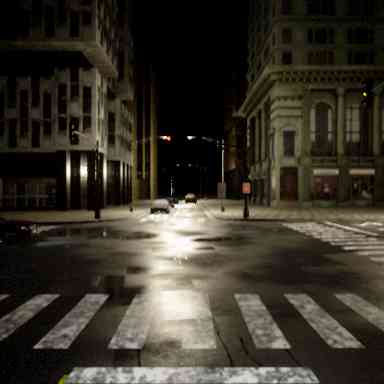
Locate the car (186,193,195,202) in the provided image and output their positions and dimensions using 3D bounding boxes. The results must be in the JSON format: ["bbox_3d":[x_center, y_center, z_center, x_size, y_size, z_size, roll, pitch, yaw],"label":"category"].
[{"bbox_3d":[-0.357,1.172,74.029,2.097,1.767,4.553,0,0,0],"label":"car"}]

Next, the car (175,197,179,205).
[{"bbox_3d":[-3.235,1.463,44.495,2.033,1.411,5.357,0,0,-1],"label":"car"}]

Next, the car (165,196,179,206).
[{"bbox_3d":[-3.234,1.449,54.553,1.994,1.385,4.181,0,0,0],"label":"car"}]

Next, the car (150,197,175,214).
[{"bbox_3d":[-3.174,1.489,34.430,2.033,1.411,5.357,0,0,0],"label":"car"}]

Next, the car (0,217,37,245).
[{"bbox_3d":[-9.580,1.609,14.991,4.674,1.442,1.812,-1,0,-11],"label":"car"}]

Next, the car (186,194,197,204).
[{"bbox_3d":[-0.155,1.432,60.011,1.994,1.385,4.181,0,0,-1],"label":"car"}]
